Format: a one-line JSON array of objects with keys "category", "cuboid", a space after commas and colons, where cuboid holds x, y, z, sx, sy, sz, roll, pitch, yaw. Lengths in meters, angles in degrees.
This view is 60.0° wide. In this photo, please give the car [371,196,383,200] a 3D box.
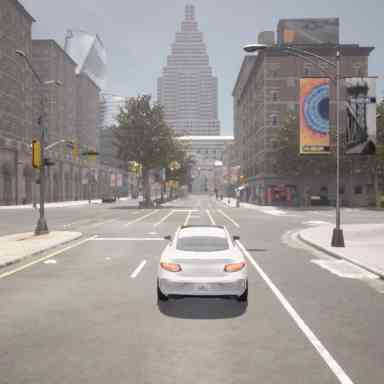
[{"category": "car", "cuboid": [35.883, 1.481, 67.520, 2.231, 1.521, 4.892, 0, 0, 1]}]

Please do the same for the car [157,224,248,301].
[{"category": "car", "cuboid": [0.249, 1.526, 8.203, 1.812, 1.442, 4.674, 0, 0, 2]}]

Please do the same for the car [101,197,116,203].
[{"category": "car", "cuboid": [-16.829, 1.595, 67.246, 1.895, 1.301, 4.718, 0, 0, 1]}]
